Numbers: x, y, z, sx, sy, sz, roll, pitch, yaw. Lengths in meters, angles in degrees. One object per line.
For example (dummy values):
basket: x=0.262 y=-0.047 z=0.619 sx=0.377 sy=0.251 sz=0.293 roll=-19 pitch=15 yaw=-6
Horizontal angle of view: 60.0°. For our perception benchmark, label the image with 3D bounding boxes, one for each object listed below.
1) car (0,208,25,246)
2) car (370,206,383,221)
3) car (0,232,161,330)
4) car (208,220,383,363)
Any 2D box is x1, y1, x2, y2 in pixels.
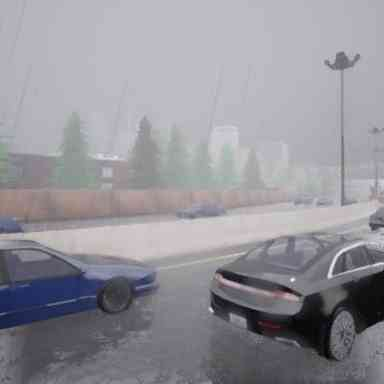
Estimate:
car: x=-10.019 y=1.558 z=14.126 sx=5.008 sy=1.535 sz=1.882 roll=-1 pitch=0 yaw=-36
car: x=11.934 y=1.495 z=19.516 sx=2.033 sy=1.411 sz=5.357 roll=0 pitch=0 yaw=42
car: x=-3.238 y=1.576 z=5.834 sx=5.357 sy=1.411 sz=2.033 roll=0 pitch=0 yaw=-37
car: x=2.501 y=1.484 z=5.938 sx=4.902 sy=1.511 sz=2.128 roll=0 pitch=0 yaw=-39
